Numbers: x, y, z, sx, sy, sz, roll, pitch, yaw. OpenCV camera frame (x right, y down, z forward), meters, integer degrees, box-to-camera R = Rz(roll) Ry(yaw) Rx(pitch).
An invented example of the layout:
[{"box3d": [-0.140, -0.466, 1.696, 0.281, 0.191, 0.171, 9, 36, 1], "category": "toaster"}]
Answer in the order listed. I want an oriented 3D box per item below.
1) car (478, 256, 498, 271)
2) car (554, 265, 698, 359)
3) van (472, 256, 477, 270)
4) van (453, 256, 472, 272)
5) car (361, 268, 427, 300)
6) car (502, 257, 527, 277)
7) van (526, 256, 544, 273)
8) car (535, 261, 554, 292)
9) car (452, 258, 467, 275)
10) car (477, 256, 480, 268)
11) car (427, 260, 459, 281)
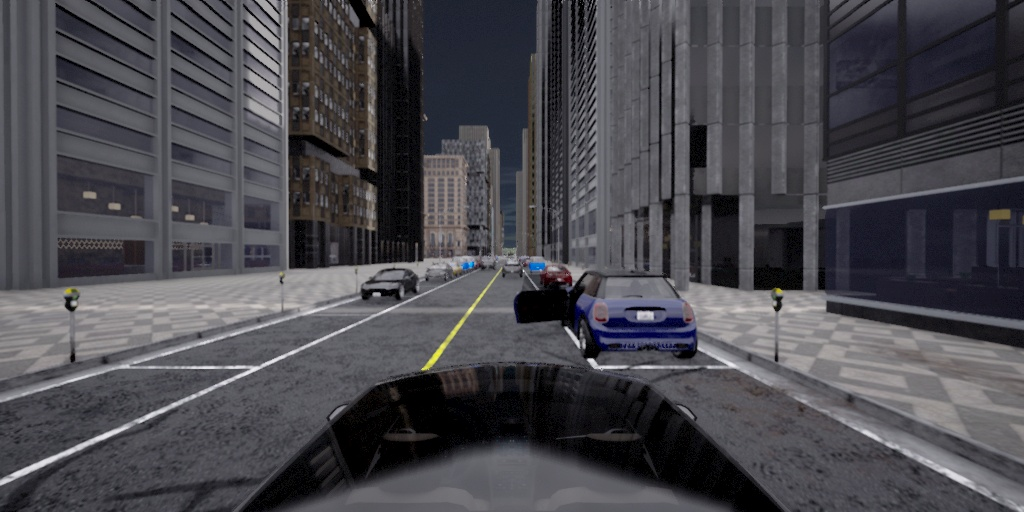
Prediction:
[{"box3d": [-3.023, 1.124, 47.024, 1.837, 1.490, 4.892, 0, 0, 0], "category": "car"}, {"box3d": [2.386, 1.081, 8.540, 2.097, 1.767, 4.553, 0, 0, 0], "category": "car"}, {"box3d": [-5.778, 0.959, 45.665, 1.690, 1.789, 3.998, 0, 0, 0], "category": "van"}, {"box3d": [-5.776, 0.976, 40.024, 1.690, 1.789, 3.998, 0, 0, 0], "category": "van"}, {"box3d": [-5.768, 1.269, 17.461, 1.948, 1.339, 4.313, 0, 0, 0], "category": "car"}, {"box3d": [0.046, 1.146, 33.664, 2.128, 1.511, 4.902, 0, 0, 0], "category": "car"}, {"box3d": [2.750, 0.975, 40.031, 1.690, 1.789, 3.998, 0, 0, 0], "category": "van"}, {"box3d": [2.755, 1.231, 23.109, 1.888, 1.381, 4.507, 0, 0, 0], "category": "car"}, {"box3d": [-5.774, 1.177, 34.213, 1.751, 1.417, 4.829, 0, 0, 0], "category": "car"}, {"box3d": [-5.780, 1.041, 51.305, 1.967, 1.591, 4.097, 0, 0, 0], "category": "car"}, {"box3d": [-5.772, 1.219, 28.743, 2.007, 1.370, 4.403, 0, 0, 0], "category": "car"}]
